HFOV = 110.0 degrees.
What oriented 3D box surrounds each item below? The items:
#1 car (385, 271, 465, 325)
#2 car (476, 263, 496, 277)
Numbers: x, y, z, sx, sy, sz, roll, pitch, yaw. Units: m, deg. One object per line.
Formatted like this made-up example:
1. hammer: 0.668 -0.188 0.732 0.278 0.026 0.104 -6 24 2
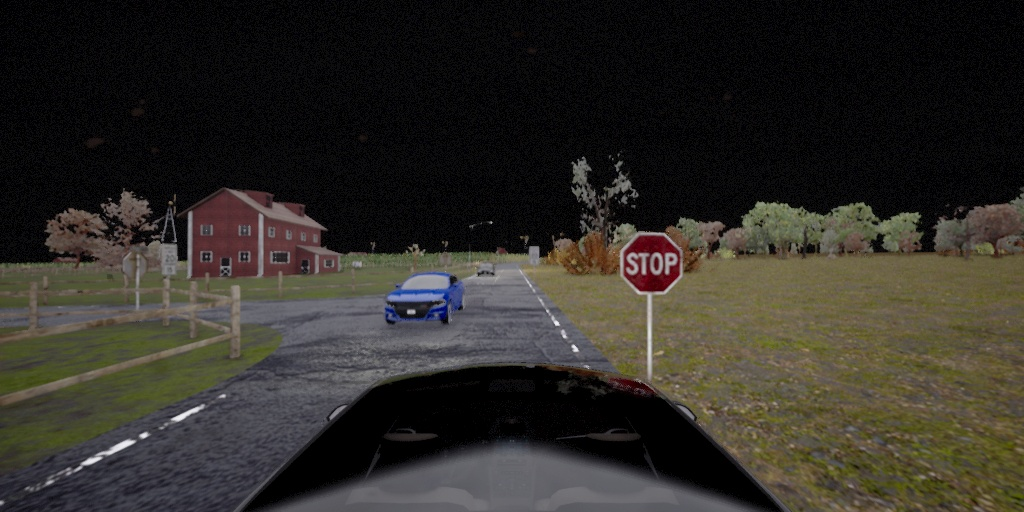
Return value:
1. car: -2.781 1.298 12.367 1.882 1.535 5.008 0 -1 0
2. car: -2.818 1.499 39.704 1.837 1.490 4.892 0 0 0
